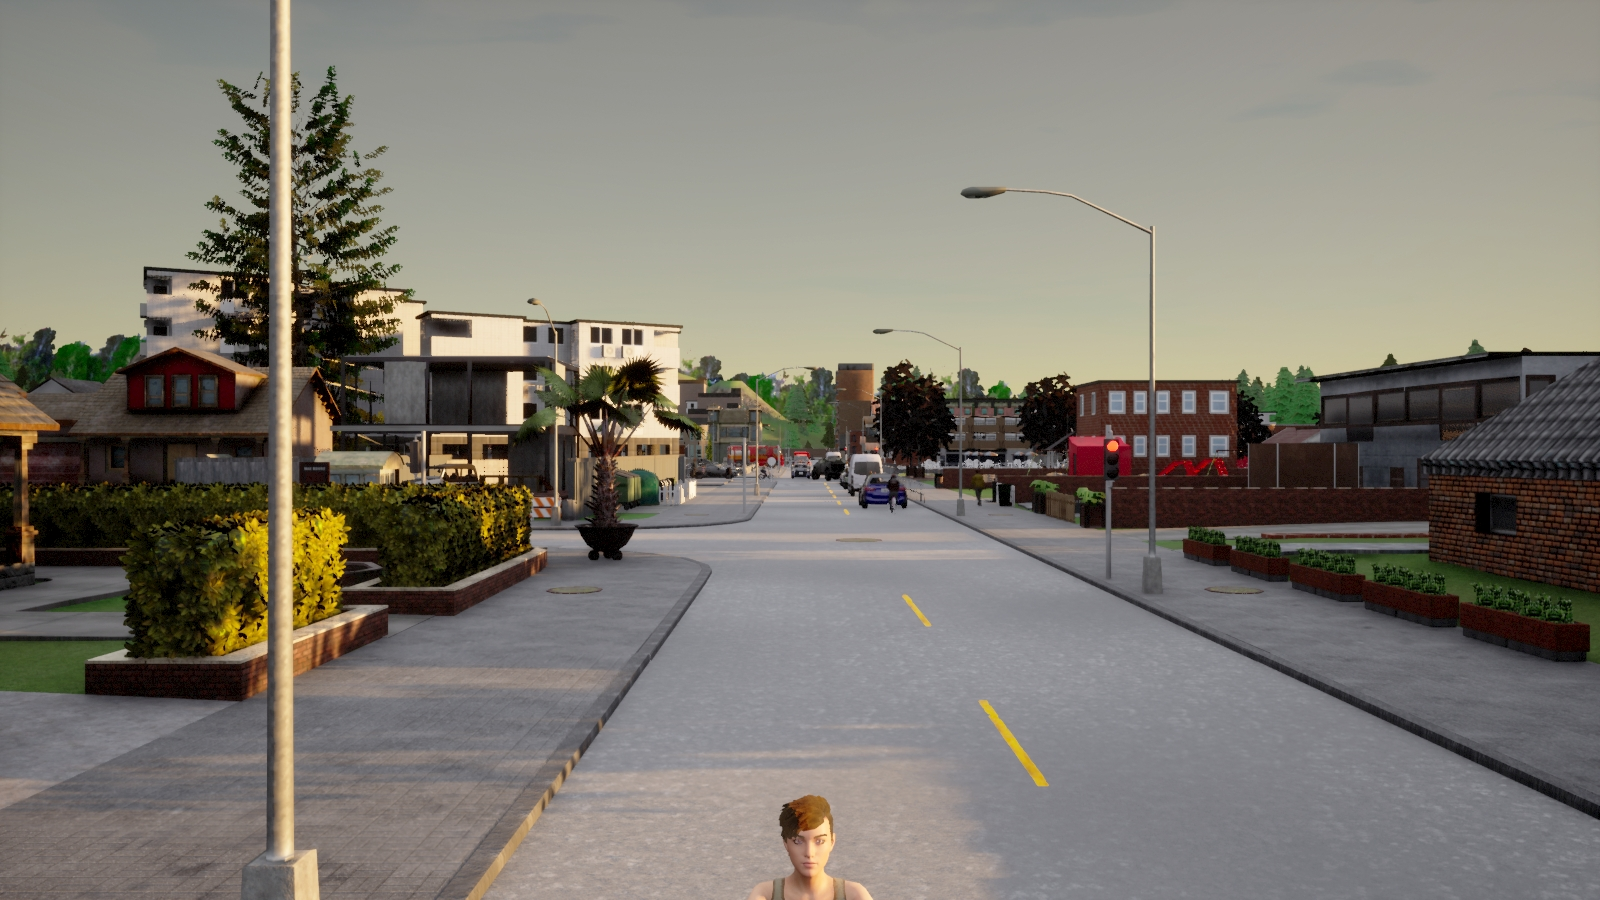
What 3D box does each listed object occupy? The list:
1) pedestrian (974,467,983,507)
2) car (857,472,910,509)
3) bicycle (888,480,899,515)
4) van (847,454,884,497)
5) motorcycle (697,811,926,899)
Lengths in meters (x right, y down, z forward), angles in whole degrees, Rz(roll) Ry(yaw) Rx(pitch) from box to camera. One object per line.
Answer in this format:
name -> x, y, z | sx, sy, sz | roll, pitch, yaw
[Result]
pedestrian -> 8.397, 1.744, 53.688 | 0.375, 1.860, 0.375 | 0, 0, -1
car -> 4.046, 1.967, 56.171 | 2.242, 1.667, 4.611 | 0, 0, 0
bicycle -> 4.080, 2.060, 49.961 | 0.329, 1.471, 1.835 | 0, 0, 0
van -> 4.045, 1.535, 71.356 | 1.988, 2.561, 5.915 | 0, 0, 0
motorcycle -> 0.039, 2.155, 3.558 | 0.764, 1.307, 2.356 | 0, 0, 0
